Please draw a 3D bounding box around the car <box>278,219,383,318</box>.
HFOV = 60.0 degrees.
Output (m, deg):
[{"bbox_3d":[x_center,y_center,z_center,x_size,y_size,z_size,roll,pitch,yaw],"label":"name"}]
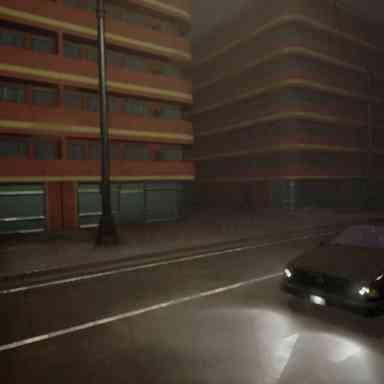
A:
[{"bbox_3d":[4.219,1.315,7.054,5.357,1.411,2.033,-2,1,-36],"label":"car"}]
